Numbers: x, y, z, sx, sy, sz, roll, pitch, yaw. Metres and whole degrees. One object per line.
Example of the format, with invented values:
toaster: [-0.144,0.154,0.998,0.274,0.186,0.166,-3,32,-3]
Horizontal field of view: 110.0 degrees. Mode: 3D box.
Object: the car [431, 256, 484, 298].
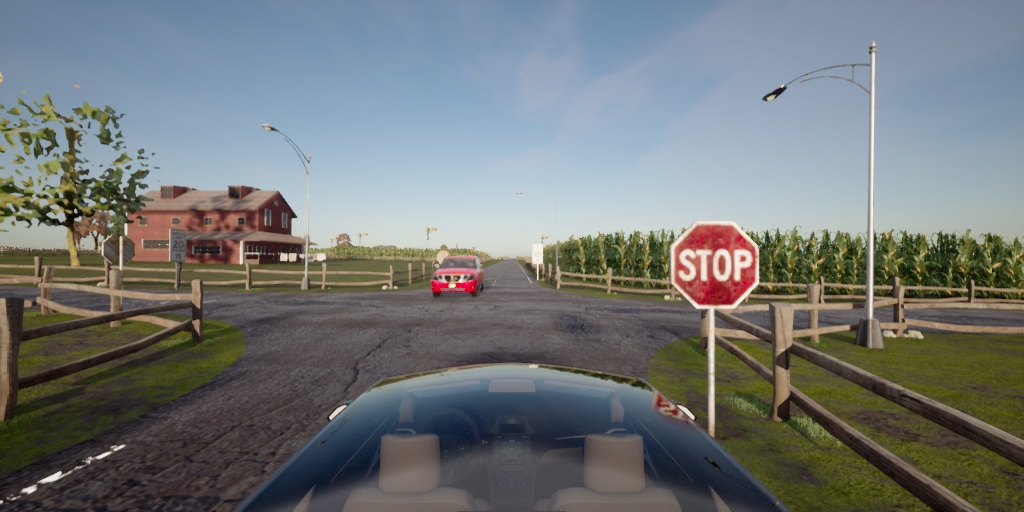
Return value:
car: [-2.695,0.993,18.995,2.150,2.045,5.566,0,0,0]
